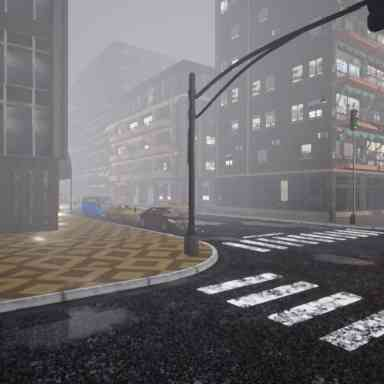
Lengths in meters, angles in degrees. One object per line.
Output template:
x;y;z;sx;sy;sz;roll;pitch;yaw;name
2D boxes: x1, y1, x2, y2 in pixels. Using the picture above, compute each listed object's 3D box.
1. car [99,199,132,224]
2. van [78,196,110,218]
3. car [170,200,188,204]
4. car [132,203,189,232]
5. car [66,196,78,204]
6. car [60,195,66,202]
-4.883;1.459;24.289;1.752;1.417;4.829;0;0;-36;car
-8.282;1.266;29.030;1.690;1.788;3.998;0;0;-36;van
-1.572;1.488;34.051;1.752;1.417;4.829;0;0;-36;car
-1.683;1.526;19.825;1.802;1.307;4.206;0;0;-36;car
-21.375;1.448;61.667;1.752;1.417;4.829;0;0;-36;car
-27.877;1.361;70.733;1.967;1.590;4.097;0;0;-36;car
